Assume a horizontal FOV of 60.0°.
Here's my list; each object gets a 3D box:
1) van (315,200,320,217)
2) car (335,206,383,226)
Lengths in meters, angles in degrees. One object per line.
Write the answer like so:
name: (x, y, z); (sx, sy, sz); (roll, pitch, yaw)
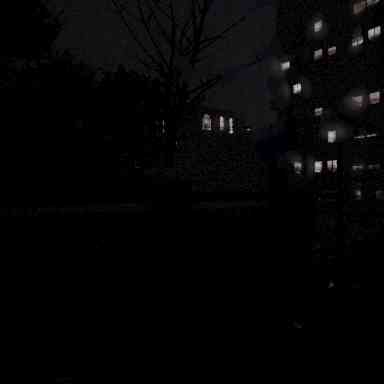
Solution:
van: (10.434, 1.647, 32.600); (1.690, 1.788, 3.998); (-1, 0, -36)
car: (13.076, 1.752, 25.036); (1.994, 1.385, 4.181); (0, -1, -40)
